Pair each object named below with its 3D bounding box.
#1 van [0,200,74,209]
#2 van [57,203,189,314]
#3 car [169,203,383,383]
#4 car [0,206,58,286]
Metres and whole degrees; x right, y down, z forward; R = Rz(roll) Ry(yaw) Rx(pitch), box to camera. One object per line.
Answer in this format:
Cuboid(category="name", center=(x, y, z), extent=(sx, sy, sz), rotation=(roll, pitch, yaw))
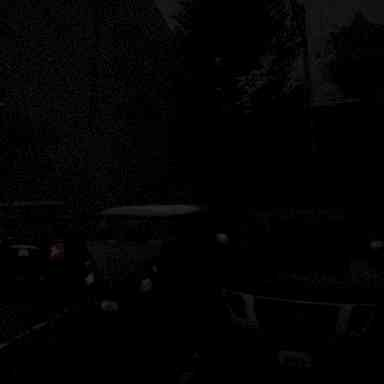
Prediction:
Cuboid(category="van", center=(-5.452, 1.280, 11.254), extent=(1.878, 1.987, 4.442), rotation=(0, -1, 16))
Cuboid(category="van", center=(-0.681, 1.274, 7.456), extent=(1.878, 1.987, 4.442), rotation=(1, -1, 17))
Cuboid(category="car", center=(1.754, 1.249, 5.755), extent=(2.435, 2.045, 5.566), rotation=(1, -1, 17))
Cuboid(category="car", center=(-3.077, 1.377, 9.325), extent=(2.185, 1.767, 4.553), rotation=(0, -1, 17))
